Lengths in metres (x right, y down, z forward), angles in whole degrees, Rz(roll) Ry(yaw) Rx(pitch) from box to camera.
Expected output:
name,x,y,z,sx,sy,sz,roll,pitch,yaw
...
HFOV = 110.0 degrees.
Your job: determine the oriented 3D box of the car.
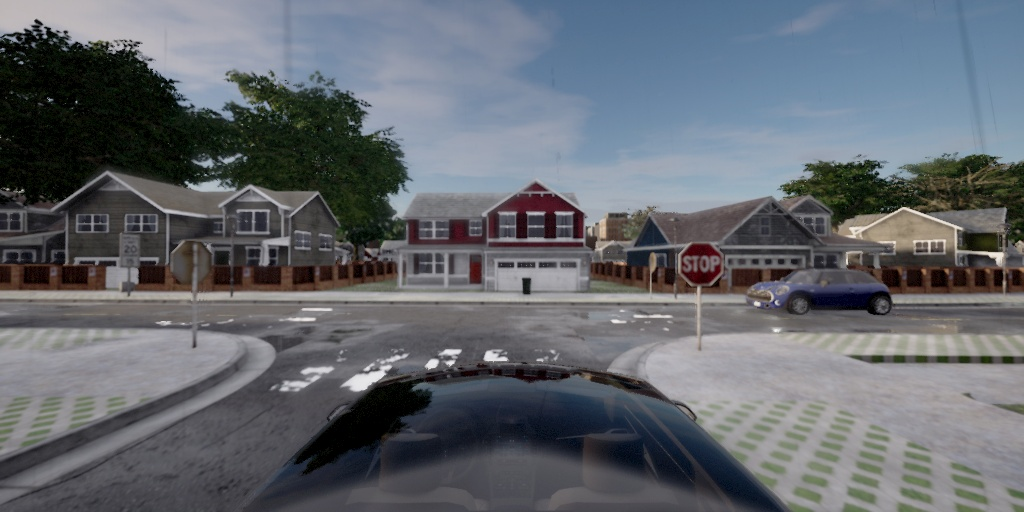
name,x,y,z,sx,sy,sz,roll,pitch,yaw
car,11.778,1.294,13.997,4.553,1.767,2.097,1,-1,-1
